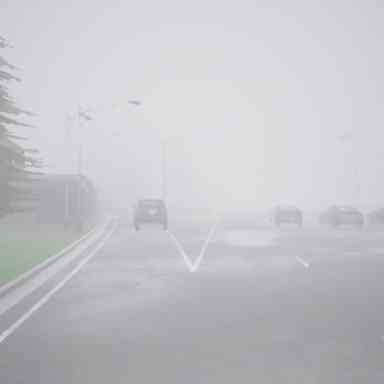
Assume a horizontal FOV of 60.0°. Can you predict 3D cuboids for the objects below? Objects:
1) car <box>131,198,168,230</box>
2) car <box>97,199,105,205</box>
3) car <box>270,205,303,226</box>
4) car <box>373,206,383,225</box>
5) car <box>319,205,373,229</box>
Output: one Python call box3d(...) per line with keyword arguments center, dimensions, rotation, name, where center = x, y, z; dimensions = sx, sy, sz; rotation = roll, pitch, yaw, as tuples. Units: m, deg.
box3d(center=(-3.047, 1.475, 23.651), dimensions=(2.150, 2.045, 5.566), rotation=(0, -1, -12), name="car")
box3d(center=(-22.281, 2.420, 80.490), dimensions=(2.128, 1.511, 4.902), rotation=(0, -1, -27), name="car")
box3d(center=(7.131, 1.711, 25.489), dimensions=(1.882, 1.535, 5.008), rotation=(0, -1, 6), name="car")
box3d(center=(13.914, 1.676, 23.127), dimensions=(2.128, 1.511, 4.902), rotation=(0, -1, 6), name="car")
box3d(center=(10.433, 1.692, 23.499), dimensions=(2.128, 1.511, 4.902), rotation=(0, -1, 6), name="car")
